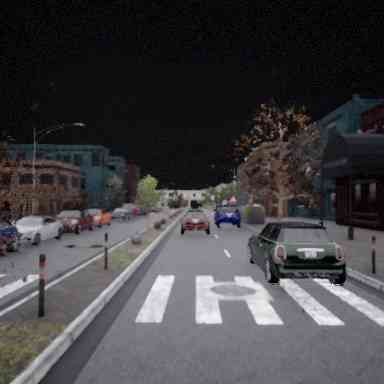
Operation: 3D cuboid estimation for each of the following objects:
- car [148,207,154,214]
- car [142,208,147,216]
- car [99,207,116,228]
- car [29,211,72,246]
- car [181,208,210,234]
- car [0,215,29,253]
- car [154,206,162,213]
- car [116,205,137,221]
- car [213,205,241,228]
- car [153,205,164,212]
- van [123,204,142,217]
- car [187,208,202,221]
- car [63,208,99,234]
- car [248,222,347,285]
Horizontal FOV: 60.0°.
[{"bbox_3d":[-8.569,2.969,57.015,2.435,2.045,5.566,1,-2,0],"label":"car"},{"bbox_3d":[-8.579,3.069,51.521,2.002,1.452,4.674,1,-2,0],"label":"car"},{"bbox_3d":[-8.612,2.192,29.480,2.185,1.767,4.553,1,-2,0],"label":"car"},{"bbox_3d":[-8.631,2.022,18.283,2.002,1.452,4.674,1,-2,0],"label":"car"},{"bbox_3d":[0.243,2.154,25.407,2.097,1.767,4.553,1,-2,0],"label":"car"},{"bbox_3d":[-8.638,1.694,12.797,2.185,1.767,4.553,1,-2,0],"label":"car"},{"bbox_3d":[-8.546,3.834,73.435,2.163,1.488,4.792,1,-2,0],"label":"car"},{"bbox_3d":[-8.597,2.664,40.488,2.231,1.521,4.892,1,-2,0],"label":"car"},{"bbox_3d":[3.278,2.246,31.728,2.150,2.045,5.566,1,-2,0],"label":"car"},{"bbox_3d":[-8.528,4.198,84.635,2.231,1.521,4.892,1,-2,0],"label":"car"},{"bbox_3d":[-8.586,2.614,45.890,1.878,1.987,4.442,1,-2,0],"label":"van"},{"bbox_3d":[0.338,2.856,42.928,1.837,1.490,4.892,1,-2,0],"label":"car"},{"bbox_3d":[-8.621,2.025,23.962,2.185,1.767,4.553,1,-2,0],"label":"car"},{"bbox_3d":[3.168,1.751,10.967,2.097,1.767,4.553,1,-2,0],"label":"car"}]
